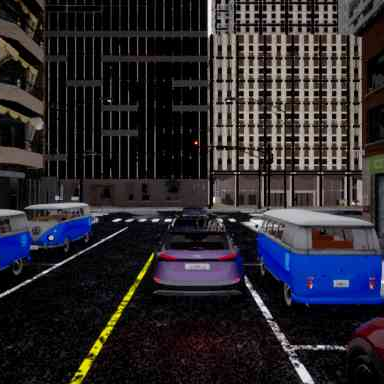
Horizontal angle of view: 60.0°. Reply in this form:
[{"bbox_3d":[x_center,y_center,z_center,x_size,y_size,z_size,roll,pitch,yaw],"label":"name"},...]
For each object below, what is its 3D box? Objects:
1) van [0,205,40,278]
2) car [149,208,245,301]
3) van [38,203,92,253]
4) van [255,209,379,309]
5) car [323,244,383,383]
[{"bbox_3d":[-5.306,1.343,7.585,1.690,1.788,3.998,0,0,0],"label":"van"},{"bbox_3d":[0.105,1.432,8.343,2.033,1.649,4.856,0,0,0],"label":"car"},{"bbox_3d":[-5.303,1.345,13.274,1.690,1.788,3.998,0,0,0],"label":"van"},{"bbox_3d":[2.574,1.343,7.586,1.690,1.788,3.998,0,0,0],"label":"van"},{"bbox_3d":[2.570,1.440,1.895,1.967,1.590,4.097,0,0,0],"label":"car"}]
